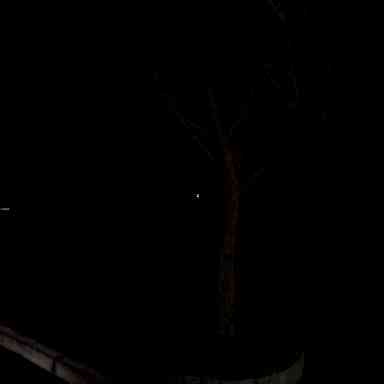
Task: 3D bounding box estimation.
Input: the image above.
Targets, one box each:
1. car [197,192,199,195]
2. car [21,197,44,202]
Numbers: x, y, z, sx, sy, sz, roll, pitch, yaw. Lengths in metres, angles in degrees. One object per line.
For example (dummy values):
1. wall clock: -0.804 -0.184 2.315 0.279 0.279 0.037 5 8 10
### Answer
1. car: 2.749 0.934 70.019 2.150 2.045 5.566 1 0 32
2. car: -20.213 1.266 40.447 1.994 1.385 4.181 1 0 32
